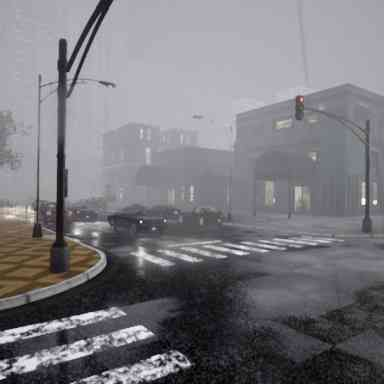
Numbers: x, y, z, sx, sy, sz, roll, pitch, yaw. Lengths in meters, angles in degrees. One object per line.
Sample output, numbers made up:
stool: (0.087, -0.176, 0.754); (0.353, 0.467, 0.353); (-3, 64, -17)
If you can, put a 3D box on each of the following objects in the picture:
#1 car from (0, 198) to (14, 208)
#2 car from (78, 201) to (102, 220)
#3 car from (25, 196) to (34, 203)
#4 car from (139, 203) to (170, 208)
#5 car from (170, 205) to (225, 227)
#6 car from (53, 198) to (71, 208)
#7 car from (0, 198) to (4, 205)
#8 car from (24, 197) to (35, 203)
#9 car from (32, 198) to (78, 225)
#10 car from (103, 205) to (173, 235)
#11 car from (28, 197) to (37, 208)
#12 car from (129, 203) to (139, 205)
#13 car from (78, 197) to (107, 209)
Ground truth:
car: (-29.016, 1.737, 51.973); (1.752, 1.417, 4.829); (1, -1, -35)
car: (-9.694, 1.706, 28.683); (1.895, 1.301, 4.718); (1, -1, -35)
car: (-38.055, 1.786, 79.695); (2.192, 1.841, 5.009); (1, -1, -35)
car: (-2.529, 1.739, 28.734); (1.947, 1.339, 4.313); (1, -1, -35)
car: (0.597, 1.698, 24.230); (2.008, 1.369, 4.403); (1, -1, -35)
car: (-22.230, 1.775, 56.893); (1.967, 1.590, 4.097); (1, -1, -35)
car: (-38.608, 1.859, 65.793); (1.947, 1.339, 4.313); (1, -1, -35)
car: (-41.221, 2.049, 84.253); (2.008, 1.369, 4.403); (1, -1, -35)
car: (-10.228, 1.491, 24.680); (1.967, 1.590, 4.097); (1, -1, -35)
car: (-3.270, 1.653, 19.424); (1.895, 1.301, 4.718); (1, -1, -35)
car: (-19.204, 1.692, 42.457); (1.837, 1.490, 4.892); (1, -1, -34)
car: (-5.654, 1.781, 33.235); (1.802, 1.307, 4.206); (1, -1, -35)
car: (-12.665, 1.571, 43.263); (2.192, 1.841, 5.009); (1, -1, -35)
